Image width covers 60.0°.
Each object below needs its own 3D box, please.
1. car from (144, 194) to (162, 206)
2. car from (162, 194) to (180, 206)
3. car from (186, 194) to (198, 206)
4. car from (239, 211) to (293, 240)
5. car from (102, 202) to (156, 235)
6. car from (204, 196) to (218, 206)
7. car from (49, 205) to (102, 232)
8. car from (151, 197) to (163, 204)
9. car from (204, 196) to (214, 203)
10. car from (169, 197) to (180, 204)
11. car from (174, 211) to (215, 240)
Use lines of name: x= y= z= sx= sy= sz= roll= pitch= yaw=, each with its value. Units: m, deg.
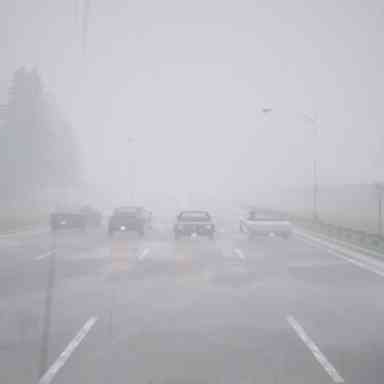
car: x=-7.002 y=1.279 z=58.005 sx=2.150 sy=2.045 sz=5.566 roll=0 pitch=0 yaw=0
car: x=-3.502 y=1.279 z=58.005 sx=2.150 sy=2.045 sz=5.566 roll=0 pitch=0 yaw=0
car: x=-0.002 y=1.563 z=57.975 sx=1.837 sy=1.490 sz=4.892 roll=0 pitch=0 yaw=0
car: x=3.599 y=1.619 z=17.167 sx=1.895 sy=1.301 sz=4.718 roll=0 pitch=0 yaw=0
car: x=-3.400 y=1.524 z=18.793 sx=1.837 sy=1.490 sz=4.892 roll=0 pitch=0 yaw=0
car: x=3.498 y=1.563 z=57.975 sx=1.837 sy=1.490 sz=4.892 roll=0 pitch=0 yaw=0
car: x=-6.900 y=1.497 z=20.303 sx=1.882 sy=1.535 sz=5.008 roll=0 pitch=0 yaw=0
car: x=-7.003 y=1.664 z=67.596 sx=1.895 sy=1.301 sz=4.718 roll=0 pitch=0 yaw=0
car: x=3.497 y=1.510 z=68.399 sx=1.837 sy=1.490 sz=4.892 roll=0 pitch=0 yaw=0
car: x=-3.503 y=1.671 z=67.596 sx=1.895 sy=1.301 sz=4.718 roll=0 pitch=0 yaw=0
car: x=0.100 y=1.618 z=17.157 sx=1.895 sy=1.301 sz=4.718 roll=0 pitch=0 yaw=0
